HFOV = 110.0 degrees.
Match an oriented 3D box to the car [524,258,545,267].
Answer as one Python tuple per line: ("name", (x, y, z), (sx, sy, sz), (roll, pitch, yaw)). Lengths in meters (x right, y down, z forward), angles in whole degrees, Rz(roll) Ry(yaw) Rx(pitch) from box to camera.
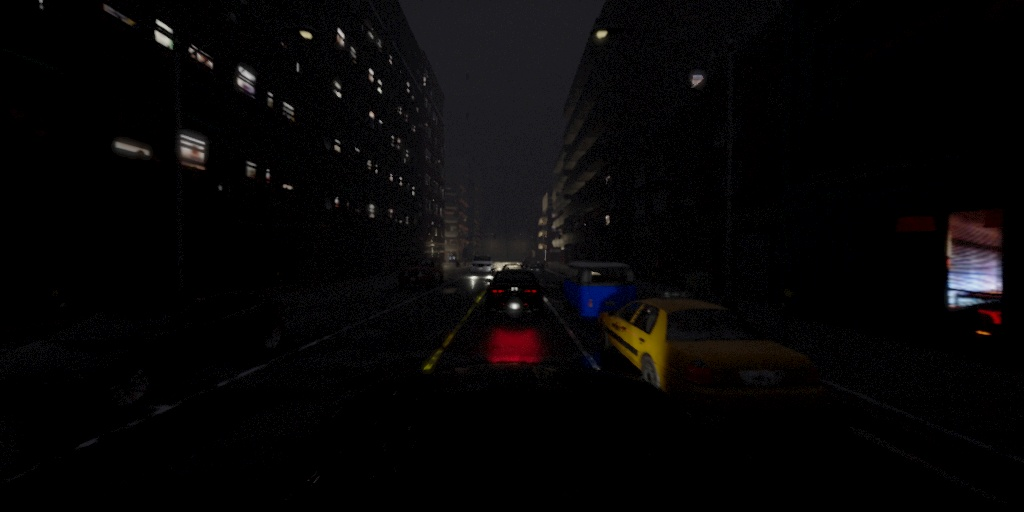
("car", (2.716, 1.189, 40.099), (2.007, 1.370, 4.403), (0, 0, 0))

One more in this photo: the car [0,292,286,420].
("car", (-5.688, 1.303, 6.001), (1.948, 1.339, 4.313), (0, 0, 0))

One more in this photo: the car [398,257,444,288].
("car", (-5.677, 1.000, 23.055), (2.192, 1.841, 5.009), (0, 0, 0))

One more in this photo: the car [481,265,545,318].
("car", (0.088, 1.219, 12.803), (1.837, 1.490, 4.892), (0, 0, 0))

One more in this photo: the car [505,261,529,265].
("car", (0.102, 1.272, 28.107), (1.895, 1.301, 4.718), (0, 0, 0))

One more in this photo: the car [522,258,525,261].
("car", (2.723, 1.154, 51.469), (1.888, 1.381, 4.507), (0, 0, 0))

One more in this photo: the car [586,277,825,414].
("car", (2.693, 1.262, 6.162), (1.751, 1.417, 4.829), (0, 0, 0))

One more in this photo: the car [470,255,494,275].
("car", (-3.076, 0.868, 37.673), (2.150, 2.045, 5.566), (0, 0, 0))

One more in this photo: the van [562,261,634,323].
("van", (2.697, 1.059, 11.677), (1.690, 1.789, 3.998), (0, 0, 0))
